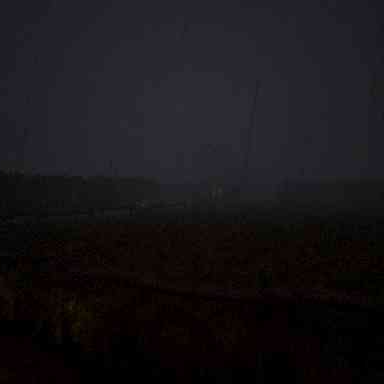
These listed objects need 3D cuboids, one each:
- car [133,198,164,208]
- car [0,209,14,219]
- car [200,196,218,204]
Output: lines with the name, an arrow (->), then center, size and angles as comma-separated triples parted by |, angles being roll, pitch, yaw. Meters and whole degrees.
car -> -4.964, 1.471, 38.340 | 1.812, 1.442, 4.674 | 0, 0, 30
car -> -14.490, 1.542, 21.502 | 2.033, 1.411, 5.357 | 0, 0, 29
car -> 2.465, 1.334, 46.844 | 2.128, 1.511, 4.902 | 0, 1, 18
